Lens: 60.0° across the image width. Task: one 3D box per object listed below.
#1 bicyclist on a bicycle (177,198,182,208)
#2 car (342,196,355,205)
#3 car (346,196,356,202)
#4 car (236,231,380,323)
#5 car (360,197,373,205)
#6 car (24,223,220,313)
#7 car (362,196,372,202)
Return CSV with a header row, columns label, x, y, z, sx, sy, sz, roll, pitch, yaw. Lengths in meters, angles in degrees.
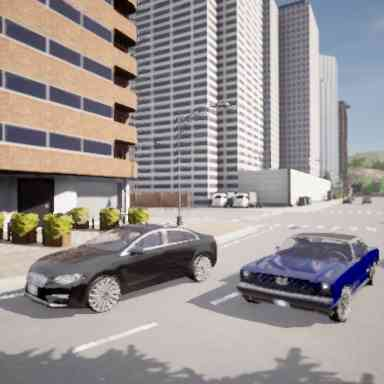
label,x,y,z,sx,sy,sz,roll,pitch,yaw
bicyclist on a bicycle,-1.940,1.717,51.323,0.582,1.620,1.656,0,0,28
car,31.255,1.897,66.968,1.895,1.301,4.718,0,0,28
car,39.002,1.705,81.619,2.033,1.411,5.357,0,0,28
car,2.892,1.641,7.570,1.895,1.301,4.718,-1,0,37
car,34.360,1.776,65.355,1.837,1.490,4.892,0,0,28
car,-1.325,1.556,8.013,2.128,1.511,4.902,0,0,42
car,42.081,1.734,79.954,1.895,1.301,4.718,0,0,28
